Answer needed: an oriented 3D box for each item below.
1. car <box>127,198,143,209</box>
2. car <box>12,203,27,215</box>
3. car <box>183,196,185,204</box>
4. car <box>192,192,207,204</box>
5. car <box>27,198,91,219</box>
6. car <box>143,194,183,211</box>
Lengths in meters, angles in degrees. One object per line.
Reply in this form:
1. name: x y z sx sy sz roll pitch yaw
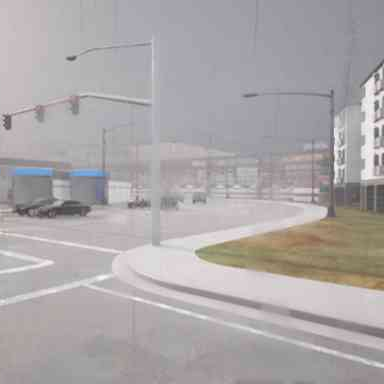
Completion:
1. car: -5.957 1.360 40.639 1.895 1.301 4.718 1 0 24
2. car: -13.170 1.270 29.364 1.837 1.490 4.892 1 0 36
3. car: -2.252 1.127 55.988 1.837 1.490 4.892 0 0 1
4. car: 1.218 0.951 55.507 2.150 2.045 5.566 0 0 2
5. car: -10.460 1.321 27.141 1.812 1.442 4.674 1 0 36
6. car: -3.256 1.294 38.347 1.837 1.490 4.892 1 0 25
